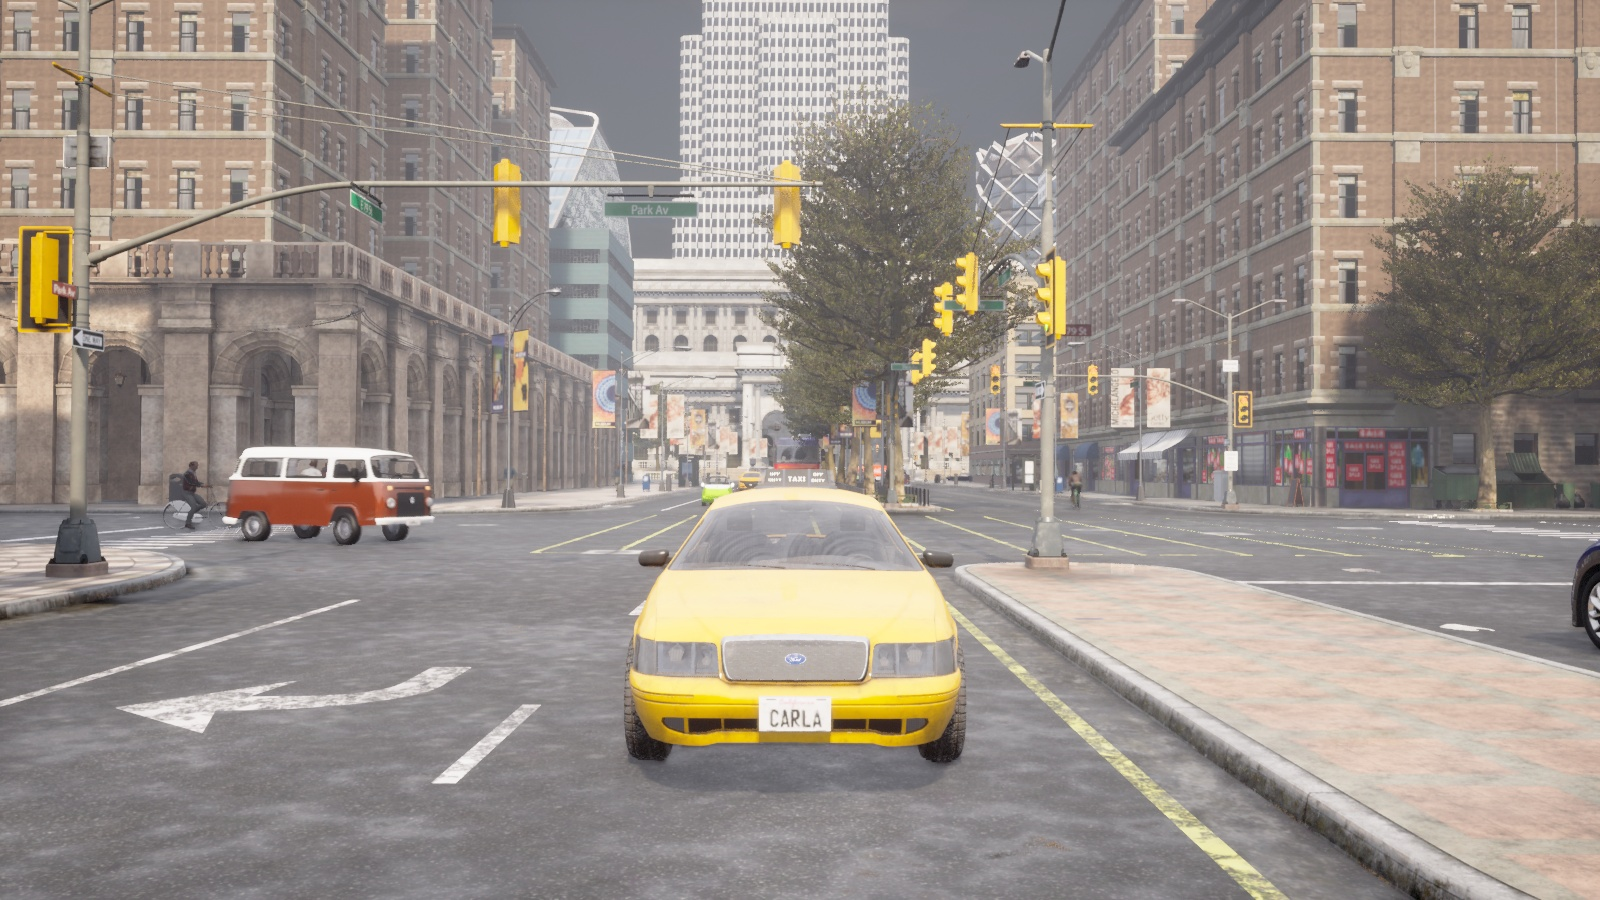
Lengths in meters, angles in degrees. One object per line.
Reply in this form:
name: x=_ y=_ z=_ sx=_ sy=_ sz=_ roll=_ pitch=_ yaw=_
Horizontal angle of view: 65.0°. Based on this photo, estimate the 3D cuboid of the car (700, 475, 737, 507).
car: x=-3.627 y=1.823 z=56.088 sx=1.481 sy=1.376 sz=2.207 roll=0 pitch=-1 yaw=0

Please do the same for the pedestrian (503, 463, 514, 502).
pedestrian: x=-13.642 y=1.511 z=58.826 sx=0.370 sy=1.835 sz=0.726 roll=0 pitch=-1 yaw=0

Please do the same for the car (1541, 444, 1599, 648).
car: x=7.978 y=0.799 z=9.444 sx=2.097 sy=1.767 sz=4.553 roll=0 pitch=-1 yaw=0

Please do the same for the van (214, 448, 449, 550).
van: x=-10.020 y=1.028 z=26.879 sx=4.480 sy=2.038 sz=2.069 roll=-1 pitch=-2 yaw=22

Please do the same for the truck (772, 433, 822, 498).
truck: x=-0.174 y=0.961 z=78.247 sx=2.891 sy=3.827 sz=8.468 roll=0 pitch=-1 yaw=0

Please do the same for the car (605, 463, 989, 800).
car: x=-0.020 y=0.898 z=8.598 sx=1.801 sy=1.575 sz=5.366 roll=0 pitch=-1 yaw=0

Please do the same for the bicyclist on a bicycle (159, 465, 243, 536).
bicyclist on a bicycle: x=-15.317 y=1.285 z=32.134 sx=1.843 sy=1.776 sz=0.659 roll=0 pitch=-1 yaw=-5

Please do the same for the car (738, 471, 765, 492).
car: x=-3.721 y=2.437 z=97.273 sx=1.882 sy=1.535 sz=5.008 roll=0 pitch=-1 yaw=0
